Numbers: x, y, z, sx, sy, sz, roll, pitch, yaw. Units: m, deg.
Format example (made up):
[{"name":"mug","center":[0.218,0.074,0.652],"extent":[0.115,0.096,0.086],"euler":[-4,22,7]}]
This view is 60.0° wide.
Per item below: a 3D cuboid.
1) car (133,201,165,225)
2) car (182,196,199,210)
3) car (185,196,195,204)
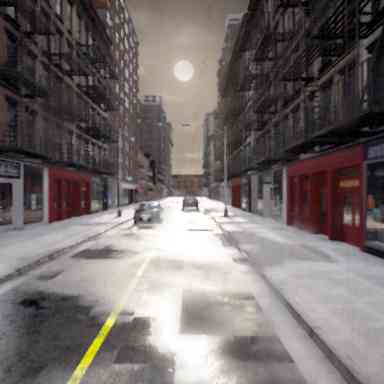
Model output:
[{"name":"car","center":[-3.019,1.450,23.909],"extent":[2.128,1.511,4.902],"euler":[0,0,0]},{"name":"car","center":[-0.218,1.280,42.702],"extent":[2.097,1.767,4.553],"euler":[0,0,0]},{"name":"car","center":[-0.395,1.526,64.614],"extent":[1.895,1.301,4.718],"euler":[0,0,0]}]
